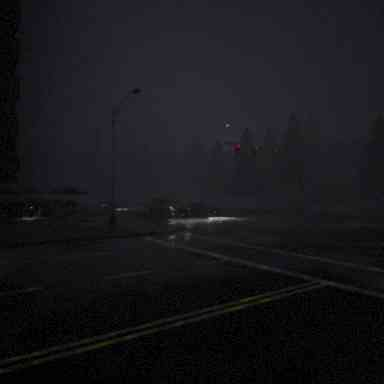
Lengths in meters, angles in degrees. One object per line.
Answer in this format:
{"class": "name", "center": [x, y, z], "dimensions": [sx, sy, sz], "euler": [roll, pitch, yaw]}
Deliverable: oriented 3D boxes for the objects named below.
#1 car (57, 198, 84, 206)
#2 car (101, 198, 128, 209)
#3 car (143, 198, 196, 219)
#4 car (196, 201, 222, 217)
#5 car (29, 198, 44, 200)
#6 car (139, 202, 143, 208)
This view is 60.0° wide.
{"class": "car", "center": [-17.894, 1.543, 47.473], "dimensions": [5.357, 1.411, 2.033], "euler": [0, 0, 28]}
{"class": "car", "center": [-10.789, 1.580, 46.308], "dimensions": [4.181, 1.385, 1.994], "euler": [0, 0, 43]}
{"class": "car", "center": [-2.079, 1.357, 29.410], "dimensions": [2.097, 1.767, 4.553], "euler": [0, 0, -36]}
{"class": "car", "center": [0.919, 1.584, 31.229], "dimensions": [1.994, 1.385, 4.181], "euler": [0, 0, -36]}
{"class": "car", "center": [-25.133, 1.256, 54.021], "dimensions": [4.181, 1.385, 1.994], "euler": [0, 0, 10]}
{"class": "car", "center": [-5.389, 1.634, 46.011], "dimensions": [1.895, 1.301, 4.718], "euler": [0, 0, -41]}
